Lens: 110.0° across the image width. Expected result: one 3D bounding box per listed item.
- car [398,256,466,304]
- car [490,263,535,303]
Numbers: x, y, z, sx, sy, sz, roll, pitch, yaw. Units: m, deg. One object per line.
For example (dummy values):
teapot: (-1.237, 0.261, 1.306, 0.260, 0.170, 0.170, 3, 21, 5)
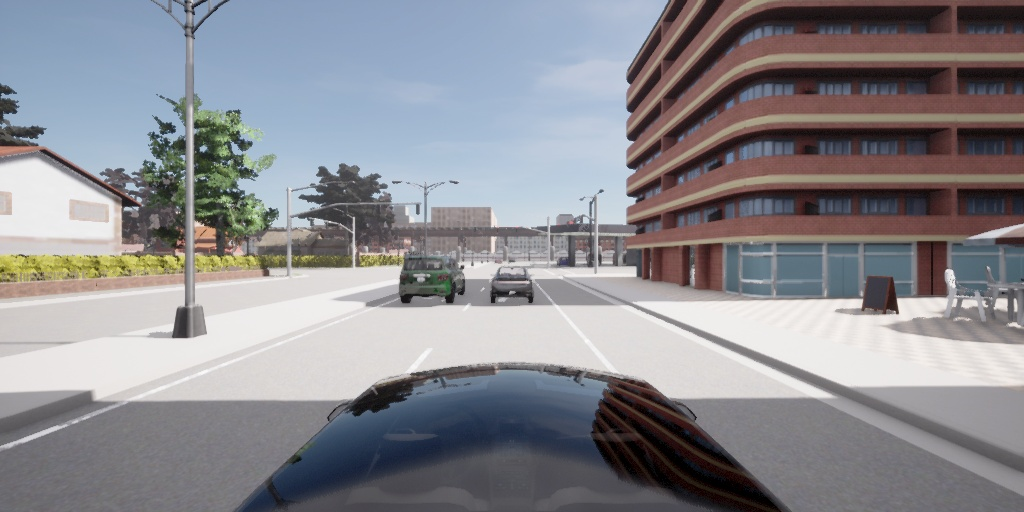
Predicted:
car: (-3.500, 1.006, 16.530, 2.150, 2.045, 5.566, 0, 0, 0)
car: (0.003, 1.241, 16.499, 2.128, 1.511, 4.902, 0, 0, 0)
